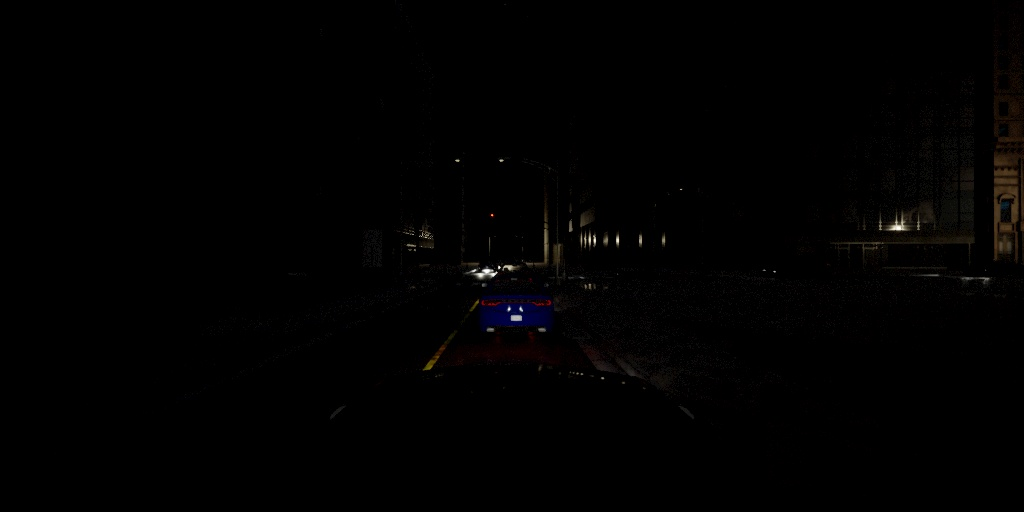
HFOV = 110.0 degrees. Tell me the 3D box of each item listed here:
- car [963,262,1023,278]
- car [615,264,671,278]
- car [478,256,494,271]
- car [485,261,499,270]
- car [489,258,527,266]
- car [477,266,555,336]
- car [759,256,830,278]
[{"bbox_3d":[45.034,1.249,33.287,4.674,1.442,1.812,0,0,0],"label":"car"},{"bbox_3d":[12.045,1.371,33.342,4.718,1.301,1.895,0,0,3],"label":"car"},{"bbox_3d":[-3.107,1.000,45.870,2.150,2.045,5.566,0,0,-2],"label":"car"},{"bbox_3d":[-3.100,1.391,56.083,1.895,1.301,4.718,0,0,0],"label":"car"},{"bbox_3d":[0.152,1.107,19.325,2.097,1.767,4.553,0,0,2],"label":"car"},{"bbox_3d":[0.099,1.229,10.456,1.882,1.535,5.008,0,0,0],"label":"car"},{"bbox_3d":[26.243,0.983,33.354,5.566,2.045,2.150,0,0,0],"label":"car"}]
